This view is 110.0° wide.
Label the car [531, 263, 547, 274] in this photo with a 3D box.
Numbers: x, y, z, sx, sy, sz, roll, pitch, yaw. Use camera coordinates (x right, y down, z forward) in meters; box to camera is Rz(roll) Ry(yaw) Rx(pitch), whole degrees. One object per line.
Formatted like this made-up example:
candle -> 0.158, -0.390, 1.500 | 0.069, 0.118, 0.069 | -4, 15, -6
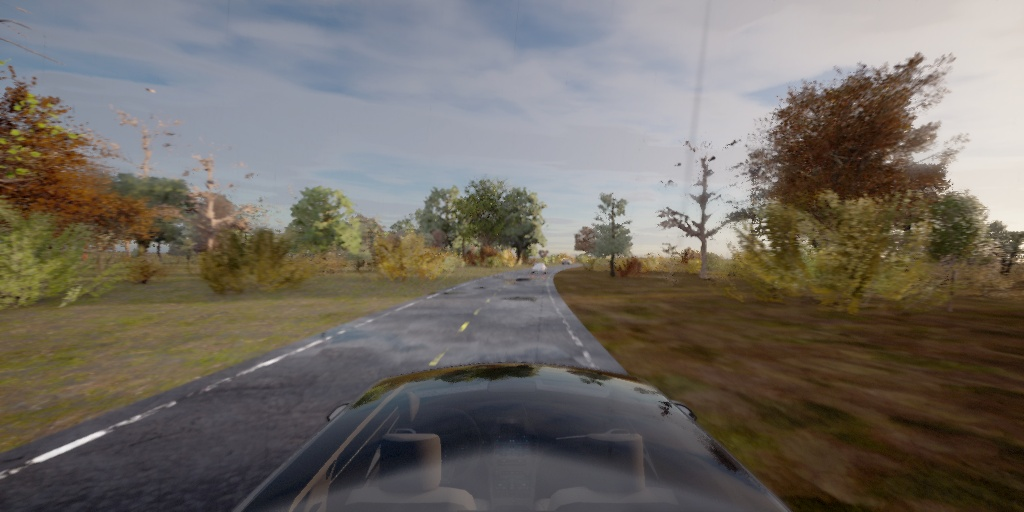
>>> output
car -> 3.670, 1.631, 47.412 | 1.812, 1.442, 4.674 | 1, -1, 9
